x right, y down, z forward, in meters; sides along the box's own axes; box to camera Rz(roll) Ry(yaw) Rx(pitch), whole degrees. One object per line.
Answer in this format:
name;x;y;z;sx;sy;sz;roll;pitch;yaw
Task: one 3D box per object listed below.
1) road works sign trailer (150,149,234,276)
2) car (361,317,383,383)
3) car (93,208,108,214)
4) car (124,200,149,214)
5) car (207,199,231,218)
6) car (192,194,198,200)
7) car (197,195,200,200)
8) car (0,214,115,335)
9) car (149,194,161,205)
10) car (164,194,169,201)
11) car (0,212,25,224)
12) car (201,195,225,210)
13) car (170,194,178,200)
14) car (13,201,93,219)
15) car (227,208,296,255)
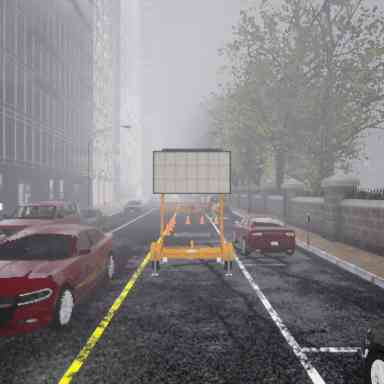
road works sign trailer;-0.002;0.462;10.338;2.380;3.560;2.880;0;0;0
car;2.692;1.551;1.936;2.008;1.369;4.403;0;0;0
car;-5.835;1.555;18.563;1.947;1.339;4.313;0;0;0
car;-6.034;1.519;35.309;1.947;1.339;4.313;0;0;-1
car;2.616;1.551;29.716;1.802;1.307;4.206;0;0;-1
car;1.169;1.339;85.302;2.008;1.369;4.403;0;0;-2
car;2.200;1.470;46.397;2.008;1.369;4.403;0;0;-2
car;-3.006;1.477;7.115;1.882;1.535;5.008;0;0;0
car;-6.624;1.463;57.549;1.802;1.307;4.206;0;0;-2
car;-7.211;1.121;79.780;2.192;1.841;5.009;0;0;-2
car;-5.834;1.440;7.443;1.967;1.590;4.097;0;0;0
car;2.497;1.270;35.281;2.192;1.841;5.009;0;0;-2
car;-4.602;1.302;88.056;1.812;1.442;4.674;0;0;-2
car;-5.834;1.311;13.002;2.192;1.841;5.009;0;0;0
car;2.691;1.541;13.058;1.887;1.381;4.507;0;0;0
